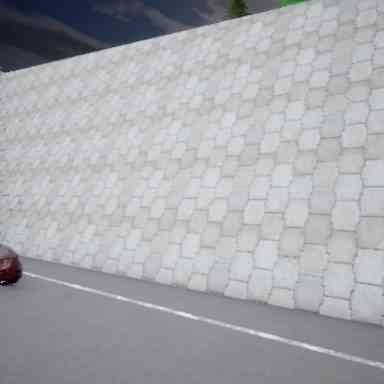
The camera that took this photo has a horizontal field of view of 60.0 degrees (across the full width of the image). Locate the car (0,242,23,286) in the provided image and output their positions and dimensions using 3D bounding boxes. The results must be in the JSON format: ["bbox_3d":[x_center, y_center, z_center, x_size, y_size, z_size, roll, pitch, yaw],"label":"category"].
[{"bbox_3d":[-6.107,1.604,8.325,4.181,1.385,1.994,0,0,35],"label":"car"}]
